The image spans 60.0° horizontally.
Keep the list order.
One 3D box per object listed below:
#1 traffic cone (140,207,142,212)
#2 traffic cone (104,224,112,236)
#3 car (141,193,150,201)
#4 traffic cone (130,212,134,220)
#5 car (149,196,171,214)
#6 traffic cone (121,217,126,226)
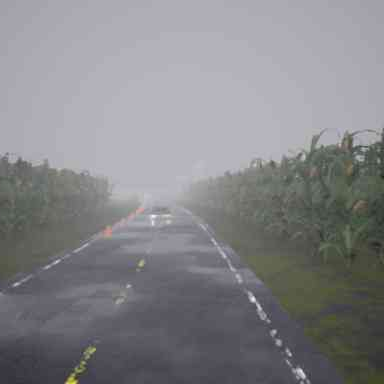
[{"bbox_3d":[-5.256,1.949,31.863,0.340,0.580,0.340,0,0,-5],"label":"traffic cone"},{"bbox_3d":[-4.304,1.950,16.979,0.340,0.580,0.340,0,0,-3],"label":"traffic cone"},{"bbox_3d":[-11.872,1.214,85.738,2.150,2.045,5.566,0,0,-15],"label":"car"},{"bbox_3d":[-4.881,1.950,26.906,0.340,0.580,0.340,0,0,-4],"label":"traffic cone"},{"bbox_3d":[-3.293,1.477,35.328,1.882,1.535,5.008,0,0,-5],"label":"car"},{"bbox_3d":[-4.564,1.950,21.944,0.340,0.580,0.340,0,0,-3],"label":"traffic cone"}]
